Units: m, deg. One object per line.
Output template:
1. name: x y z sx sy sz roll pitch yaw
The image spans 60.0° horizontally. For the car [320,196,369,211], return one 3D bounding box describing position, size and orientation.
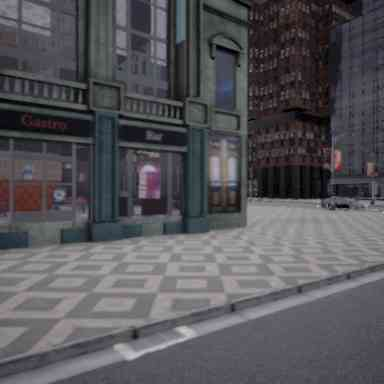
1. car: 16.076 1.239 35.241 2.128 1.511 4.902 0 2 -35
